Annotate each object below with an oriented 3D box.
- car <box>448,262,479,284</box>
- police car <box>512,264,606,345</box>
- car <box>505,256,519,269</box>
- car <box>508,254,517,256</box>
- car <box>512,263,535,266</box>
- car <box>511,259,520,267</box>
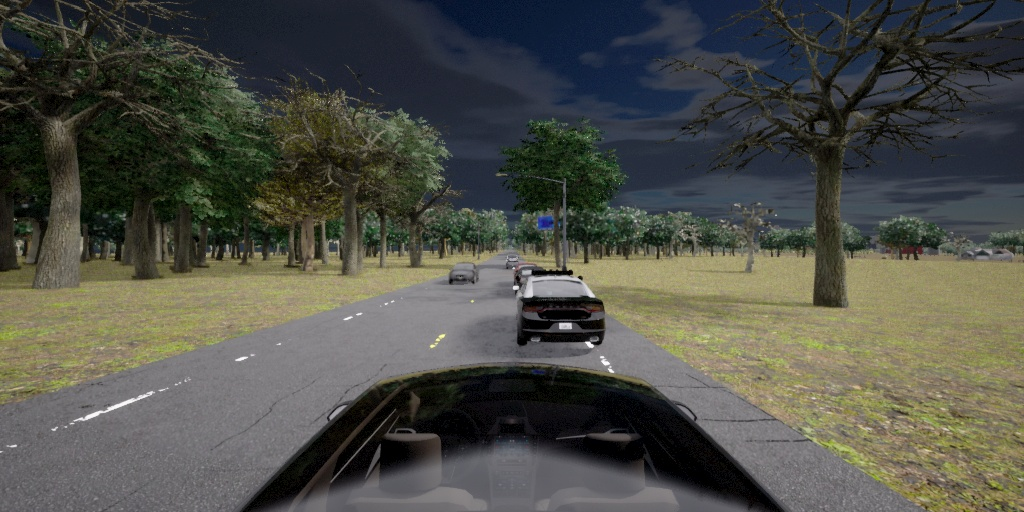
[{"bbox_3d":[-3.483,1.247,26.564,1.837,1.490,4.892,0,0,0],"label":"car"},{"bbox_3d":[1.054,1.175,9.635,1.930,1.638,5.238,0,0,0],"label":"police car"},{"bbox_3d":[0.100,1.109,52.431,2.128,1.511,4.902,0,0,0],"label":"car"},{"bbox_3d":[0.042,0.726,65.065,2.150,2.045,5.566,0,1,0],"label":"car"},{"bbox_3d":[1.061,1.275,19.525,1.812,1.442,4.674,0,0,0],"label":"car"},{"bbox_3d":[1.065,1.223,25.524,1.882,1.535,5.008,0,0,0],"label":"car"}]
